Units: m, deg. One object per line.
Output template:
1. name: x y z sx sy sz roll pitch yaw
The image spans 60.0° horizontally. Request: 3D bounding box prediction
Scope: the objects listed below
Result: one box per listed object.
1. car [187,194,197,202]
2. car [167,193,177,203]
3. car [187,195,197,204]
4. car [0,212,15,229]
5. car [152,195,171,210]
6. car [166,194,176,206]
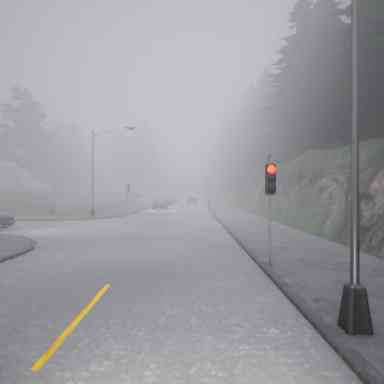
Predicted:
1. car: -0.049 1.349 73.585 2.097 1.767 4.553 0 0 0
2. car: -4.086 1.216 64.426 2.150 2.045 5.566 0 0 0
3. car: 0.055 1.473 61.880 1.882 1.535 5.008 0 0 0
4. car: -13.082 1.476 19.552 5.008 1.535 1.882 0 0 0
5. car: -4.115 1.522 43.455 1.812 1.442 4.674 0 0 0
6. car: -4.128 1.473 53.746 1.882 1.535 5.008 0 0 0
